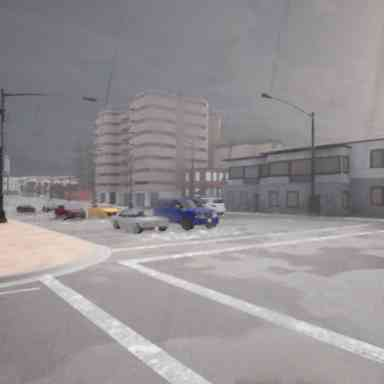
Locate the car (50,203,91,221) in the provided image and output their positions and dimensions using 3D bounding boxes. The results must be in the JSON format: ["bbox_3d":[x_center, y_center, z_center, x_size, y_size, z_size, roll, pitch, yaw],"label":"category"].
[{"bbox_3d":[-11.706,1.902,31.896,1.882,1.535,5.008,1,-2,-37],"label":"car"}]

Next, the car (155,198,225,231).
[{"bbox_3d":[-0.557,1.441,22.863,2.150,2.045,5.566,1,-1,-37],"label":"car"}]

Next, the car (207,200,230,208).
[{"bbox_3d":[4.658,2.118,59.370,1.970,1.475,3.806,1,-2,-37],"label":"car"}]

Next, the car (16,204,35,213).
[{"bbox_3d":[-24.561,2.450,49.187,1.895,1.301,4.718,1,-1,-37],"label":"car"}]

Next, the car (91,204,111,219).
[{"bbox_3d":[-9.218,1.946,34.413,1.882,1.535,5.008,1,-1,-37],"label":"car"}]

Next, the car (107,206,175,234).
[{"bbox_3d":[-3.317,1.788,20.704,1.895,1.301,4.718,1,-1,-37],"label":"car"}]

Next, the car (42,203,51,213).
[{"bbox_3d":[-21.492,2.441,50.921,1.994,1.385,4.181,1,-1,-37],"label":"car"}]
